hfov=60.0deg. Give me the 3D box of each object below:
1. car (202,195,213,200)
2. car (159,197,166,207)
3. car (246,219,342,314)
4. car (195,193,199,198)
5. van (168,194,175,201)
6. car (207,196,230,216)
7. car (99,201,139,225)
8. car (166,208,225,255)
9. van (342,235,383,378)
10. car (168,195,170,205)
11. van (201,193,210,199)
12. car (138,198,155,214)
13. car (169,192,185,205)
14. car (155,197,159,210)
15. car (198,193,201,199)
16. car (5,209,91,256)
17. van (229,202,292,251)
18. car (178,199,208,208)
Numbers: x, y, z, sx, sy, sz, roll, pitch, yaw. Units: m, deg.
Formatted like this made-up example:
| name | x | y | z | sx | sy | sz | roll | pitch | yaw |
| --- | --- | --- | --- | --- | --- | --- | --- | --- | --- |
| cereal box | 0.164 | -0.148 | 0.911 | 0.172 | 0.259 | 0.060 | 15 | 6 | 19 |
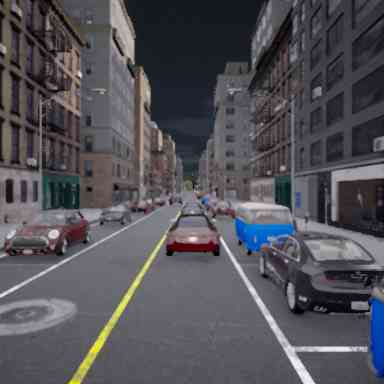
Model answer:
| name | x | y | z | sx | sy | sz | roll | pitch | yaw |
| --- | --- | --- | --- | --- | --- | --- | --- | --- | --- |
| car | 2.638 | 1.442 | 40.475 | 1.967 | 1.590 | 4.097 | 0 | 0 | 0 |
| car | -5.387 | 1.547 | 51.497 | 1.887 | 1.381 | 4.507 | 0 | 0 | 0 |
| car | 2.637 | 1.549 | 7.410 | 2.008 | 1.369 | 4.403 | 0 | 0 | 0 |
| car | 2.706 | 1.313 | 94.379 | 2.192 | 1.841 | 5.009 | 0 | 0 | 0 |
| van | -5.407 | 1.340 | 88.972 | 1.690 | 1.788 | 3.998 | 0 | 0 | 0 |
| car | 2.637 | 1.441 | 29.453 | 1.967 | 1.590 | 4.097 | 0 | 0 | 0 |
| car | -5.388 | 1.550 | 23.942 | 2.008 | 1.369 | 4.403 | 0 | 0 | 0 |
| car | 0.050 | 1.563 | 13.263 | 1.994 | 1.385 | 4.181 | 0 | 0 | 0 |
| van | 2.637 | 1.341 | 1.899 | 1.690 | 1.788 | 3.998 | 0 | 0 | 0 |
| car | -5.387 | 1.568 | 57.008 | 1.947 | 1.339 | 4.313 | 0 | 0 | 0 |
| van | 2.638 | 1.344 | 51.497 | 1.690 | 1.788 | 3.998 | 0 | 0 | 0 |
| car | -5.388 | 1.546 | 34.964 | 1.887 | 1.381 | 4.507 | 0 | 0 | 0 |
| car | -2.777 | 1.226 | 57.988 | 2.150 | 2.045 | 5.566 | 0 | 0 | 0 |
| car | -5.387 | 1.584 | 40.475 | 1.802 | 1.307 | 4.206 | 0 | 0 | 0 |
| car | 2.638 | 1.318 | 57.008 | 2.192 | 1.841 | 5.009 | 0 | 0 | 0 |
| car | -5.388 | 1.438 | 12.920 | 1.967 | 1.590 | 4.097 | 0 | 0 | 0 |
| van | 2.637 | 1.339 | 12.920 | 1.690 | 1.788 | 3.998 | 0 | 0 | 0 |
| car | 0.049 | 1.565 | 28.146 | 1.994 | 1.385 | 4.181 | 0 | 0 | 1 |
